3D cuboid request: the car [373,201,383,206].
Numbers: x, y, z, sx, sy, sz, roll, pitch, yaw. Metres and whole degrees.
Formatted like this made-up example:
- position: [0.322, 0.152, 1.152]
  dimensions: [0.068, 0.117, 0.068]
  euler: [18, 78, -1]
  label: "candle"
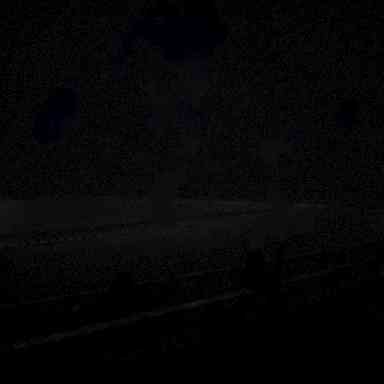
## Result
- position: [42.906, 2.786, 76.129]
  dimensions: [1.895, 1.301, 4.718]
  euler: [0, -1, 2]
  label: "car"
